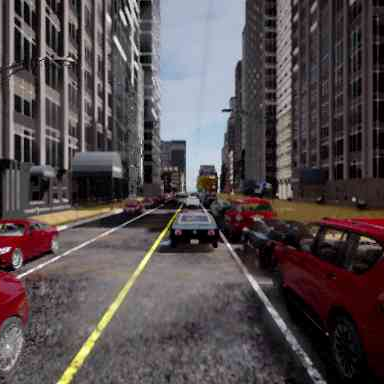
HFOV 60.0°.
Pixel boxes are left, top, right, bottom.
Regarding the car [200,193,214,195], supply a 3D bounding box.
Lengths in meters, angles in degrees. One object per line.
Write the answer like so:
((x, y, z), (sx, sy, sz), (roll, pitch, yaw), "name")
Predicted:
((2.692, 1.089, 49.486), (2.192, 1.841, 5.009), (0, 0, 0), "car")

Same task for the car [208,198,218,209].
((2.693, 1.427, 27.330), (2.008, 1.369, 4.403), (0, 0, 0), "car")

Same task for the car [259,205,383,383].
((2.695, 1.291, 5.173), (2.192, 1.841, 5.009), (0, 0, 0), "car")

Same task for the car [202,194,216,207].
((2.692, 1.366, 43.948), (1.947, 1.339, 4.313), (0, 0, 0), "car")

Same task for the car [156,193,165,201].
((-5.689, 1.038, 60.563), (2.192, 1.841, 5.009), (0, 0, 0), "car")

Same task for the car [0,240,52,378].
((-3.099, 1.513, 2.763), (1.812, 1.442, 4.674), (0, 0, 0), "car")

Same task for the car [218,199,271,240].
((2.695, 1.241, 16.251), (2.192, 1.841, 5.009), (0, 0, 0), "car")

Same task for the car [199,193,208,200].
((2.689, 1.086, 77.183), (1.967, 1.590, 4.097), (0, 0, 0), "car")

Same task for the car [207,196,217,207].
((2.693, 1.375, 33.039), (1.752, 1.417, 4.829), (0, 0, 0), "car")

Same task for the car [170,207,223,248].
((0.100, 1.535, 14.517), (1.895, 1.301, 4.718), (0, 0, 0), "car")

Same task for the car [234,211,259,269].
((2.694, 1.517, 10.713), (1.947, 1.339, 4.313), (0, 0, 0), "car")

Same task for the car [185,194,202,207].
((0.097, 1.318, 45.543), (1.812, 1.442, 4.674), (0, 0, 0), "car")

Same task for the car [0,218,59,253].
((-5.686, 1.533, 10.712), (1.802, 1.307, 4.206), (0, 0, 0), "car")

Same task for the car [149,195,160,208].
((-5.689, 1.382, 43.947), (1.802, 1.307, 4.206), (0, 0, 0), "car")

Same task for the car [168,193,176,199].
((-5.693, 1.113, 93.800), (1.887, 1.381, 4.507), (0, 0, 0), "car")

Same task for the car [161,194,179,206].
((-3.004, 1.344, 49.381), (1.994, 1.385, 4.181), (0, 0, 0), "car")

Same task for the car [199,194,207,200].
((2.688, 1.145, 82.892), (1.752, 1.417, 4.829), (0, 0, 0), "car")

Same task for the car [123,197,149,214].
((-5.688, 1.433, 32.869), (1.802, 1.307, 4.206), (0, 0, 0), "car")

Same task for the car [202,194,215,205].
((2.691, 1.189, 55.026), (1.967, 1.590, 4.097), (0, 0, 0), "car")
